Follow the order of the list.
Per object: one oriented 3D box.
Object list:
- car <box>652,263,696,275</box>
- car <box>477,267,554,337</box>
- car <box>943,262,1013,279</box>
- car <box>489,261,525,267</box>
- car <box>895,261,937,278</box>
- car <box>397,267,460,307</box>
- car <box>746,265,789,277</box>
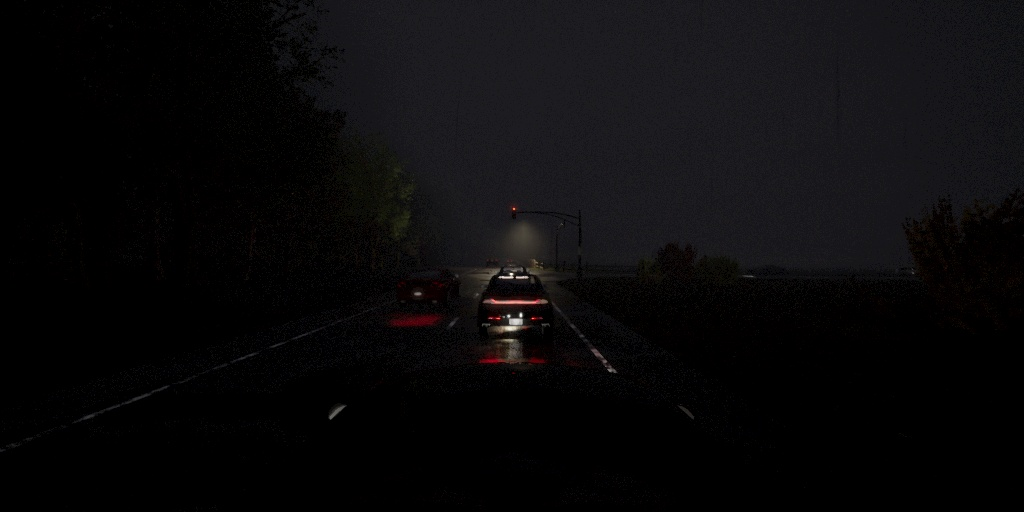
[{"bbox_3d":[19.319,1.566,42.346,5.357,1.411,2.033,1,-1,0],"label":"car"},{"bbox_3d":[0.083,1.244,10.355,2.128,1.511,4.902,0,0,0],"label":"car"},{"bbox_3d":[50.192,1.517,38.672,5.566,2.045,2.150,1,-1,1],"label":"car"},{"bbox_3d":[0.063,1.246,19.753,2.128,1.511,4.902,0,0,0],"label":"car"},{"bbox_3d":[48.751,1.563,42.234,5.566,2.045,2.150,1,-1,1],"label":"car"},{"bbox_3d":[-3.429,1.231,15.516,1.882,1.535,5.008,0,0,0],"label":"car"},{"bbox_3d":[30.134,1.701,42.325,4.181,1.385,1.994,1,-1,0],"label":"car"}]
